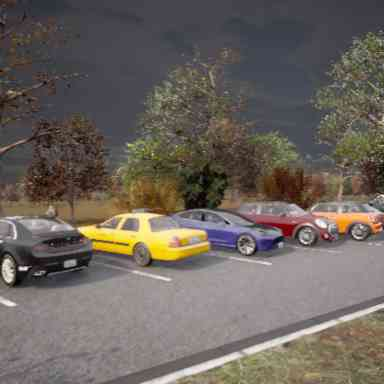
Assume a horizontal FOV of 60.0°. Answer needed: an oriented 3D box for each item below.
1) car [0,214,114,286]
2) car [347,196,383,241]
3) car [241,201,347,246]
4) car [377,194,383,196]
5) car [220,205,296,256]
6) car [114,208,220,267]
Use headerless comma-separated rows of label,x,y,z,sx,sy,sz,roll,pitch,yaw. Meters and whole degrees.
car,-4.665,1.357,9.027,4.892,1.521,2.231,0,0,38
car,6.494,1.204,16.002,4.553,1.767,2.185,0,0,38
car,3.929,1.210,14.463,4.553,1.767,2.185,0,0,38
car,11.487,1.067,19.209,5.566,2.045,2.435,0,0,38
car,1.104,1.372,12.625,4.792,1.488,2.163,0,0,38
car,-1.944,1.346,10.945,5.366,1.575,1.946,0,0,38
